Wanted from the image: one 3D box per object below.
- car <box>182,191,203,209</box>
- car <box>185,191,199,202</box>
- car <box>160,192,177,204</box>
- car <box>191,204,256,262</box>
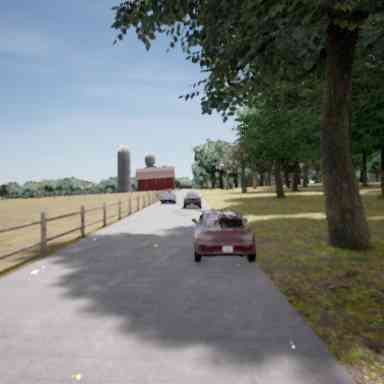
[{"bbox_3d":[0.043,0.868,34.208,1.837,1.490,4.892,0,1,0],"label":"car"},{"bbox_3d":[0.029,0.571,48.060,1.812,1.442,4.674,0,2,0],"label":"car"},{"bbox_3d":[-2.832,0.750,41.343,2.033,1.411,5.357,0,1,0],"label":"car"},{"bbox_3d":[0.964,1.334,11.252,1.812,1.442,4.674,0,1,0],"label":"car"}]
